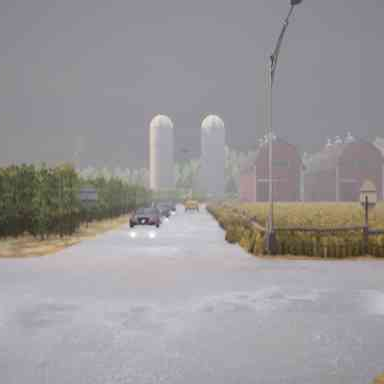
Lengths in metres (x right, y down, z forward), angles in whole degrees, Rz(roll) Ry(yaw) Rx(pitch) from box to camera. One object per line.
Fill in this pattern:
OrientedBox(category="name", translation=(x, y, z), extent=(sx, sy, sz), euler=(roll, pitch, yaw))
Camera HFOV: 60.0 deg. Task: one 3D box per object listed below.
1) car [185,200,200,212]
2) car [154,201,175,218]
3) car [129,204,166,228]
OrientedBox(category="car", translation=(0.020, 1.905, 46.276), extent=(1.882, 1.535, 5.008), euler=(0, 0, 0))
OrientedBox(category="car", translation=(-3.180, 1.813, 34.103), extent=(2.128, 1.511, 4.902), euler=(0, -1, 0))
OrientedBox(category="car", translation=(-3.185, 1.761, 23.747), extent=(1.994, 1.385, 4.181), euler=(0, -1, 0))
